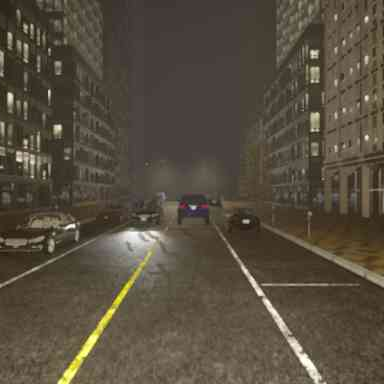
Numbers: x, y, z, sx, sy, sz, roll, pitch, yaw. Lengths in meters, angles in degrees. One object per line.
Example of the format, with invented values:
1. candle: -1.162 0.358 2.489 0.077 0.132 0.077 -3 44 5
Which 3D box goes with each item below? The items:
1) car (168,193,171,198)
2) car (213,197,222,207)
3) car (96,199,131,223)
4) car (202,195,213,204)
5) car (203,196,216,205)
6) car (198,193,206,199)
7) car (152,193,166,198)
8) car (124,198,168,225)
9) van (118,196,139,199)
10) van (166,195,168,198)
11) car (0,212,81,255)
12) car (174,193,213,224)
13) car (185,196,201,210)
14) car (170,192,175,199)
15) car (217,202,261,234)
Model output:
1. car: -5.691 1.283 64.136 1.947 1.339 4.313 0 0 0
2. car: 2.692 1.263 41.352 1.967 1.590 4.097 0 0 0
3. car: -5.689 1.443 24.290 1.887 1.381 4.507 0 0 0
4. car: 2.690 1.268 58.599 1.752 1.417 4.829 0 0 0
5. car: 2.690 1.353 52.737 1.802 1.307 4.206 0 0 0
6. car: 2.689 1.048 86.887 1.967 1.590 4.097 0 0 0
7. car: -5.690 1.211 52.750 1.967 1.590 4.097 0 0 0
8. car: -3.002 1.431 23.151 2.128 1.511 4.902 0 0 0
9. van: -5.688 1.215 29.982 1.690 1.788 3.998 0 0 0
10. van: -5.689 1.085 58.443 1.690 1.788 3.998 0 0 0
11. car: -5.688 1.497 12.906 2.008 1.369 4.403 0 0 0
12. car: 0.098 1.119 23.996 2.150 2.045 5.566 0 0 0
13. car: 0.095 1.327 41.899 1.837 1.490 4.892 0 1 0
14. car: -5.692 1.134 86.733 1.752 1.417 4.829 0 0 0
15. car: 2.692 1.489 18.586 1.947 1.339 4.313 0 0 0
